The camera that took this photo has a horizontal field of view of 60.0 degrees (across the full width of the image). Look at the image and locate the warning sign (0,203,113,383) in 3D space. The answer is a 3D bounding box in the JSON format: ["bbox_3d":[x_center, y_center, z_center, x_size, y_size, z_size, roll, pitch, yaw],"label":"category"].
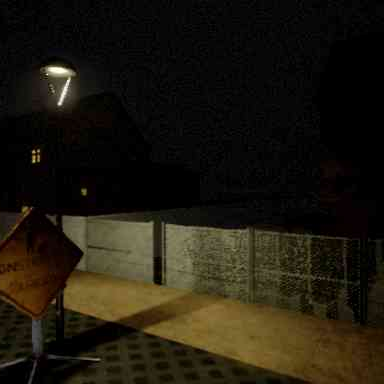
[{"bbox_3d":[-1.796,1.096,3.812,1.060,1.860,1.300,-1,1,33],"label":"warning sign"}]
